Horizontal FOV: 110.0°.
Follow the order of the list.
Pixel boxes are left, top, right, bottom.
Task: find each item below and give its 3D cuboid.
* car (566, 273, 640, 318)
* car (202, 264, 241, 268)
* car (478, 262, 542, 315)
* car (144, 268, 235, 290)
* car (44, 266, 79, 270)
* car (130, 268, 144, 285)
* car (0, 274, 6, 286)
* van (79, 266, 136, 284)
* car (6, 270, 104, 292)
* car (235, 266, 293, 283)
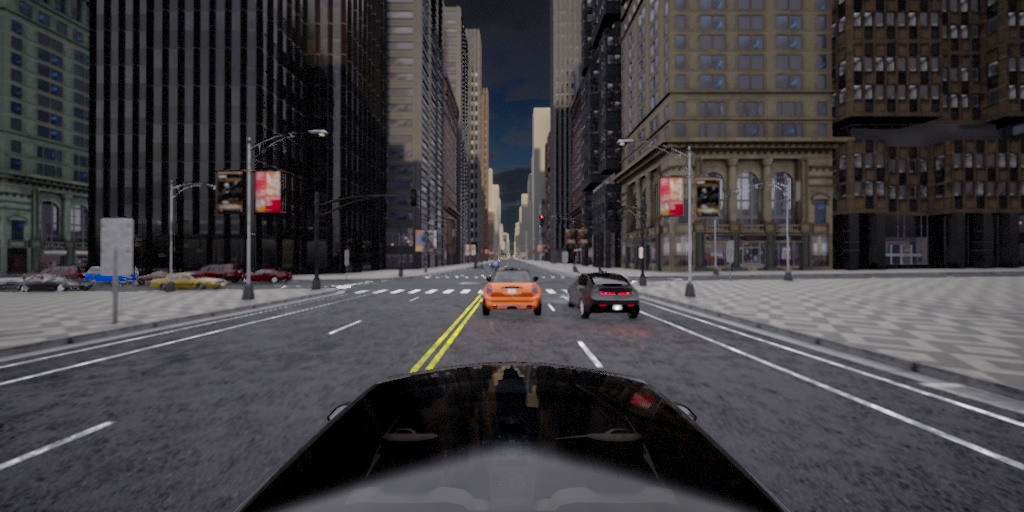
[{"bbox_3d":[3.250,1.368,13.491,1.837,1.490,4.892,0,-1,0],"label":"car"},{"bbox_3d":[-29.064,1.739,35.131,5.009,1.841,2.192,0,0,0],"label":"car"},{"bbox_3d":[0.010,1.225,14.358,2.097,1.767,4.553,0,0,0],"label":"car"},{"bbox_3d":[-23.835,1.834,26.587,4.829,1.417,1.751,0,0,0],"label":"car"},{"bbox_3d":[-44.325,1.945,35.179,5.009,1.841,2.192,0,0,0],"label":"car"},{"bbox_3d":[-34.151,2.075,35.147,4.207,1.307,1.802,0,0,0],"label":"car"},{"bbox_3d":[-46.859,2.250,32.420,4.718,1.301,1.895,-1,0,1],"label":"car"},{"bbox_3d":[-39.238,1.903,35.163,3.998,1.789,1.690,0,0,0],"label":"van"},{"bbox_3d":[-33.777,1.992,26.606,4.403,1.370,2.007,0,0,0],"label":"car"},{"bbox_3d":[-23.976,1.900,35.115,4.507,1.381,1.888,0,0,0],"label":"car"}]
